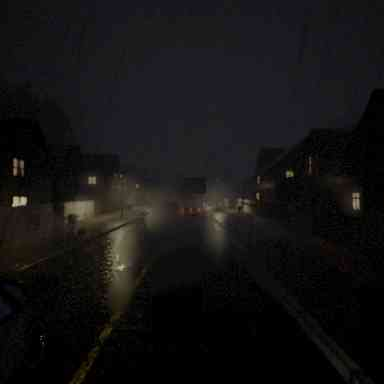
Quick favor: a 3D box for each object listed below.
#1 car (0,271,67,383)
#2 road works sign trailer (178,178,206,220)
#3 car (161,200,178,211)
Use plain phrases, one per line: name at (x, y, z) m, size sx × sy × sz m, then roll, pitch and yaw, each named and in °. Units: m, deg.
car at (-2.850, 1.554, 2.848) m, size 2.033 × 1.411 × 5.357 m, roll 0°, pitch 0°, yaw 0°
road works sign trailer at (-0.001, 0.555, 28.762) m, size 2.380 × 3.560 × 2.880 m, roll 0°, pitch 0°, yaw 1°
car at (-2.835, 1.743, 42.918) m, size 1.994 × 1.385 × 4.181 m, roll 0°, pitch 0°, yaw 0°
